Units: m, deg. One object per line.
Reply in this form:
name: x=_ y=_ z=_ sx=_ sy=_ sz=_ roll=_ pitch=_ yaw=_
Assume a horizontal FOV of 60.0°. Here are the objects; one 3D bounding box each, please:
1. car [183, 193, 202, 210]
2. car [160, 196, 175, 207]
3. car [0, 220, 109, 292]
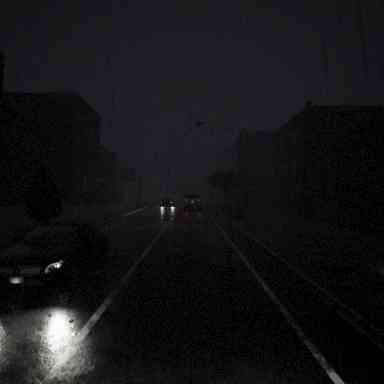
car: x=0.079 y=1.198 z=42.914 sx=2.150 sy=2.045 sz=5.566 roll=0 pitch=0 yaw=0
car: x=-3.608 y=1.415 z=49.999 sx=1.837 sy=1.490 sz=4.892 roll=0 pitch=1 yaw=0
car: x=-3.574 y=1.533 z=9.079 sx=1.812 sy=1.442 sz=4.674 roll=0 pitch=0 yaw=0
